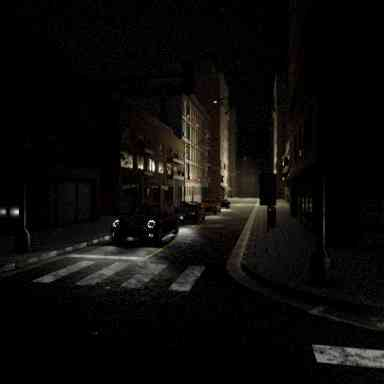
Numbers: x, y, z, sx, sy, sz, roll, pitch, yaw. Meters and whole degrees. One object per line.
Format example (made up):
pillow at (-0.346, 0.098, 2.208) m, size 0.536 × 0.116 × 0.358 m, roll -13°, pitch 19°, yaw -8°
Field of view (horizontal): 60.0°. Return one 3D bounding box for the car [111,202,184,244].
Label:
car at (-2.073, 1.326, 15.770) m, size 2.097 × 1.767 × 4.553 m, roll 0°, pitch 0°, yaw 12°

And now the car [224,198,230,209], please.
car at (3.927, 1.480, 43.863) m, size 1.994 × 1.385 × 4.181 m, roll 0°, pitch 0°, yaw 13°

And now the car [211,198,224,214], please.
car at (1.817, 1.417, 34.127) m, size 1.882 × 1.535 × 5.008 m, roll 0°, pitch 0°, yaw 12°

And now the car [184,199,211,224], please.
car at (-0.194, 1.450, 24.710) m, size 2.128 × 1.511 × 4.902 m, roll 0°, pitch 0°, yaw 12°
